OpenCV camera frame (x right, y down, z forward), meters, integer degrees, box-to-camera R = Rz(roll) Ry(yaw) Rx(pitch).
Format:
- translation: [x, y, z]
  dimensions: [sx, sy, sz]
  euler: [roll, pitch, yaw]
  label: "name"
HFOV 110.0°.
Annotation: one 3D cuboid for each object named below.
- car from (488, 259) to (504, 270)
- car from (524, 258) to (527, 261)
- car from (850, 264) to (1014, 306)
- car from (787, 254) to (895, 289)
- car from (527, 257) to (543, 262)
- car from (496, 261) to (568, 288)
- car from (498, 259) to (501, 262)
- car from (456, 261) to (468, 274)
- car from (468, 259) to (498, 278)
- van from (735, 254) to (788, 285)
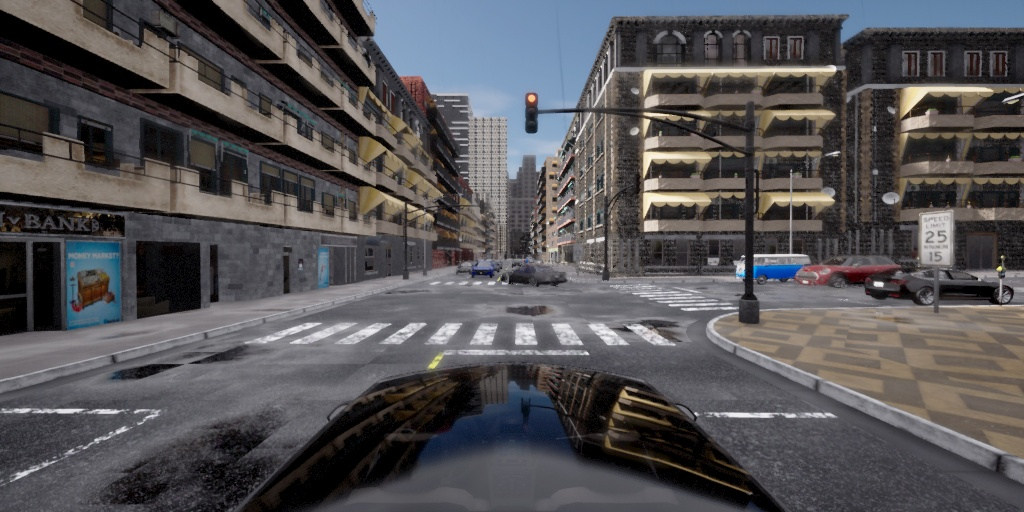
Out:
- translation: [-2.395, 1.256, 54.384]
  dimensions: [2.128, 1.511, 4.902]
  euler: [0, 0, 1]
  label: "car"
- translation: [3.486, 1.319, 62.077]
  dimensions: [2.007, 1.370, 4.403]
  euler: [0, 0, 1]
  label: "car"
- translation: [15.926, 1.077, 13.539]
  dimensions: [4.313, 1.339, 1.948]
  euler: [0, 0, 0]
  label: "car"
- translation: [18.060, 0.781, 19.324]
  dimensions: [4.553, 1.767, 2.097]
  euler: [-1, 0, 0]
  label: "car"
- translation: [3.265, 1.198, 45.496]
  dimensions: [1.967, 1.591, 4.097]
  euler: [0, 0, 1]
  label: "car"
- translation: [1.380, 1.299, 23.849]
  dimensions: [2.033, 1.411, 5.357]
  euler: [0, 0, -34]
  label: "car"
- translation: [-2.532, 1.321, 44.070]
  dimensions: [1.994, 1.385, 4.181]
  euler: [0, 0, 2]
  label: "car"
- translation: [-5.187, 1.305, 40.085]
  dimensions: [2.007, 1.370, 4.403]
  euler: [0, 0, 1]
  label: "car"
- translation: [-2.676, 1.230, 34.113]
  dimensions: [1.882, 1.535, 5.008]
  euler: [0, 0, 1]
  label: "car"
- translation: [15.919, 0.782, 21.920]
  dimensions: [3.998, 1.789, 1.690]
  euler: [0, 0, 0]
  label: "van"
